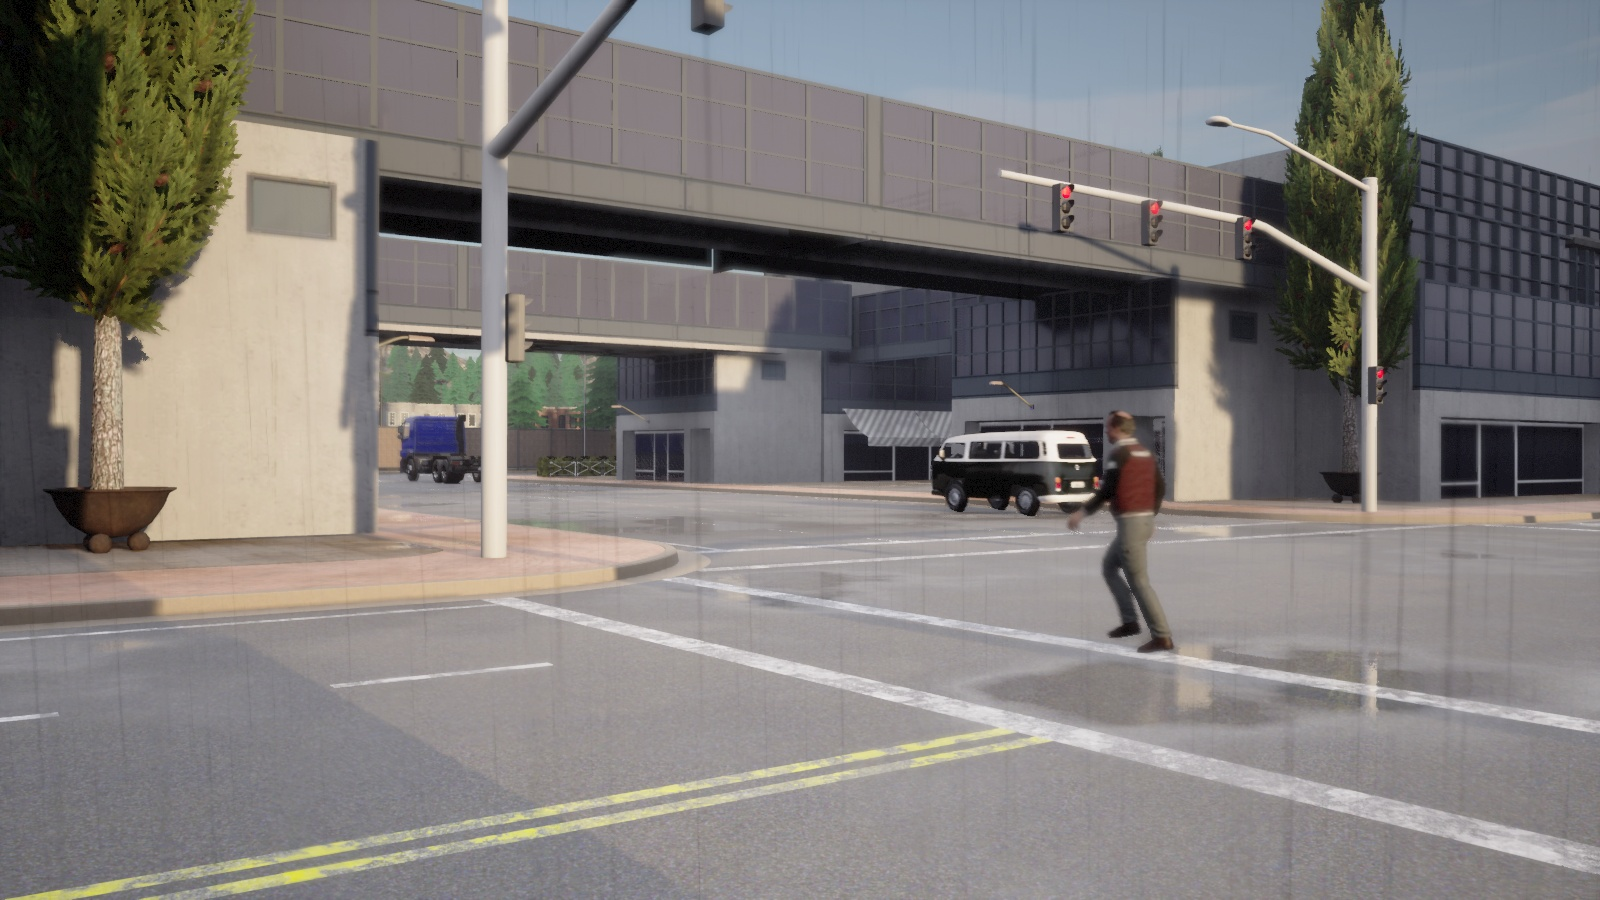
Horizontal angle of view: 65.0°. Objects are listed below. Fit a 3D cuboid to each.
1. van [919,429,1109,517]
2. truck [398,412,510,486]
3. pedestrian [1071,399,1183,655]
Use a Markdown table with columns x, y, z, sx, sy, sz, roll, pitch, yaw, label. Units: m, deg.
| x | y | z | sx | sy | sz | roll | pitch | yaw | label |
| --- | --- | --- | --- | --- | --- | --- | --- | --- | --- |
| 5.249 | 0.534 | 31.329 | 2.069 | 2.038 | 4.480 | 0 | 0 | -36 | van |
| -17.530 | -0.045 | 63.257 | 2.891 | 3.462 | 7.936 | 0 | 0 | -35 | truck |
| 2.466 | 0.561 | 9.490 | 0.720 | 1.854 | 0.376 | 0 | 0 | 42 | pedestrian |
